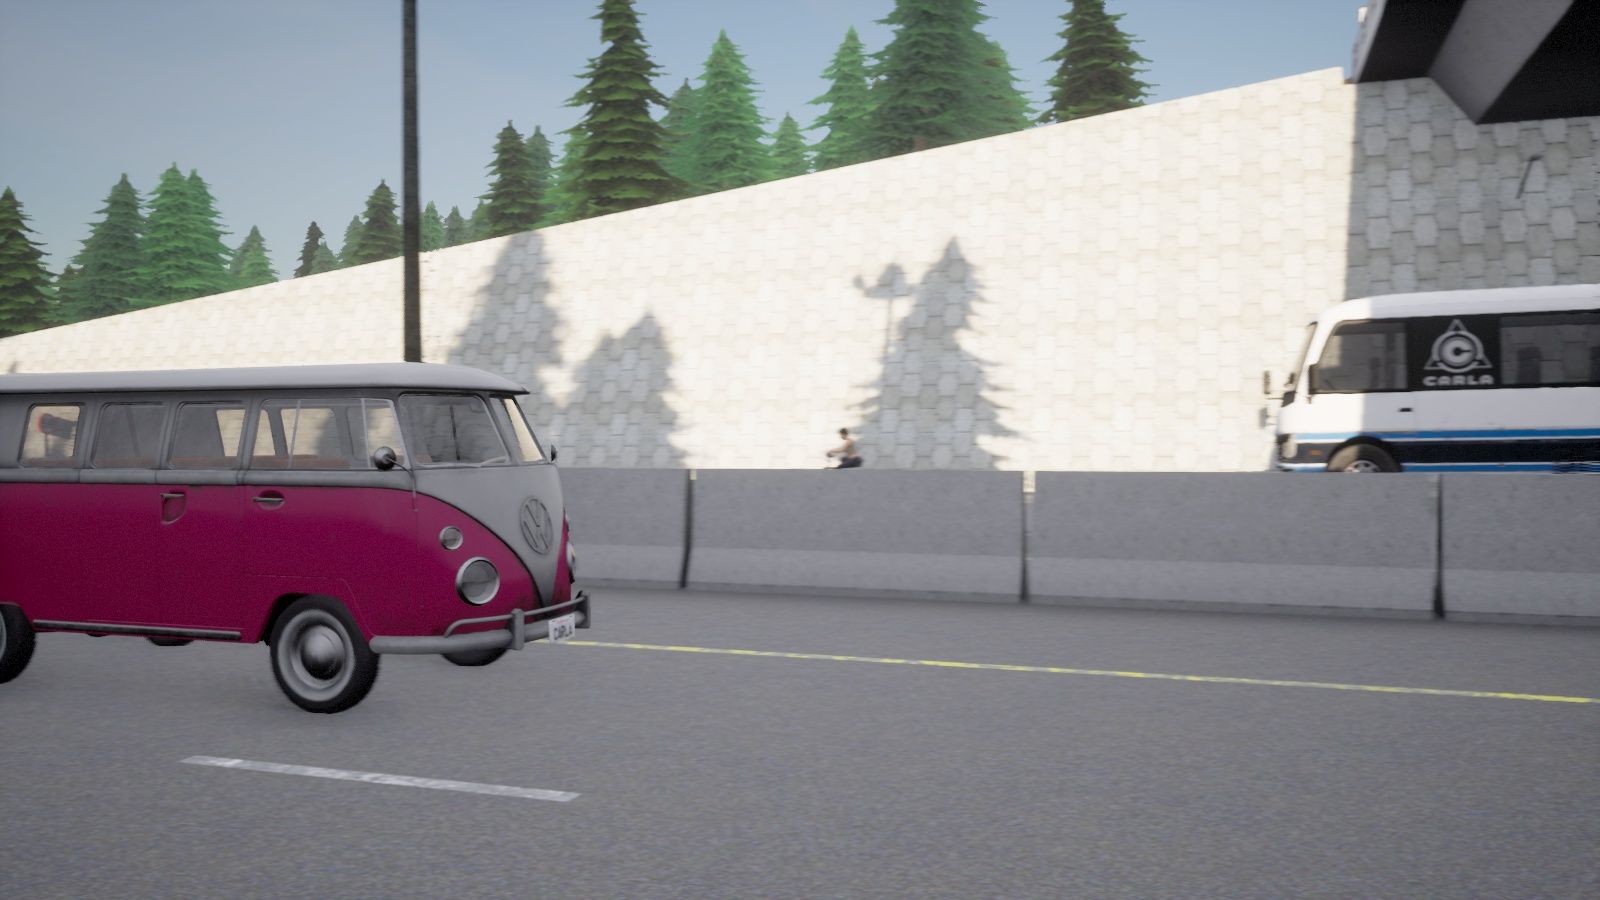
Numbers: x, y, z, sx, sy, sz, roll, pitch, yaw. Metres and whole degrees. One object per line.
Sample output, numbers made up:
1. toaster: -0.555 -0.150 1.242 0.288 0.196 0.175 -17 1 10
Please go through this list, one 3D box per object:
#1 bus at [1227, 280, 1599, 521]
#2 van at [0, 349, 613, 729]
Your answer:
1. bus: 13.741 -0.889 24.397 10.273 4.253 3.944 0 1 19
2. van: -3.614 0.435 8.098 4.442 1.987 1.775 1 1 19
